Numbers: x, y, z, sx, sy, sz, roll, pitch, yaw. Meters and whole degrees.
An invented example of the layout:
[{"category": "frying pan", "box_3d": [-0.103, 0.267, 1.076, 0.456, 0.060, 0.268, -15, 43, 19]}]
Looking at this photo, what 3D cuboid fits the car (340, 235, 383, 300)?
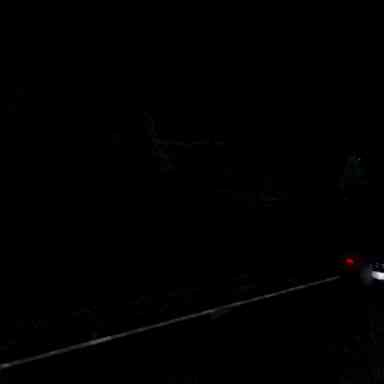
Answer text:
[{"category": "car", "box_3d": [5.220, 1.563, 7.473, 4.181, 1.385, 1.994, 0, 0, -36]}]
